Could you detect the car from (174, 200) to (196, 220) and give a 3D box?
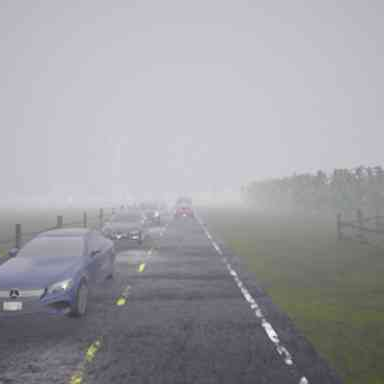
[{"bbox_3d":[-0.712,1.855,32.287,1.837,1.490,4.892,0,-1,-1],"label":"car"}]

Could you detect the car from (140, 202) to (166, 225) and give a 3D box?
[{"bbox_3d":[-3.452,1.664,26.670,2.097,1.767,4.553,0,-1,-1],"label":"car"}]

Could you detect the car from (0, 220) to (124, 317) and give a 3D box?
[{"bbox_3d":[-2.996,1.633,7.777,1.812,1.442,4.674,0,-1,-2],"label":"car"}]

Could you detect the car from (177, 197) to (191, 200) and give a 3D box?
[{"bbox_3d":[-1.023,1.681,42.345,2.150,2.045,5.566,0,0,-1],"label":"car"}]

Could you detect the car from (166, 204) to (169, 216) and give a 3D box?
[{"bbox_3d":[-3.692,1.904,39.141,2.033,1.411,5.357,0,-1,-1],"label":"car"}]

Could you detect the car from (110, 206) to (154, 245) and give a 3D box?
[{"bbox_3d":[-3.224,1.711,16.835,1.837,1.490,4.892,0,-1,-1],"label":"car"}]
